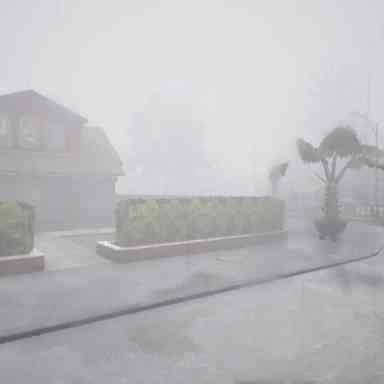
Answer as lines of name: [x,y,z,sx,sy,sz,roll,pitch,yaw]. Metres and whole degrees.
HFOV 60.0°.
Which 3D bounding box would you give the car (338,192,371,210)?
car: [17.391,0.985,36.217,3.866,1.878,1.905,0,0,0]
